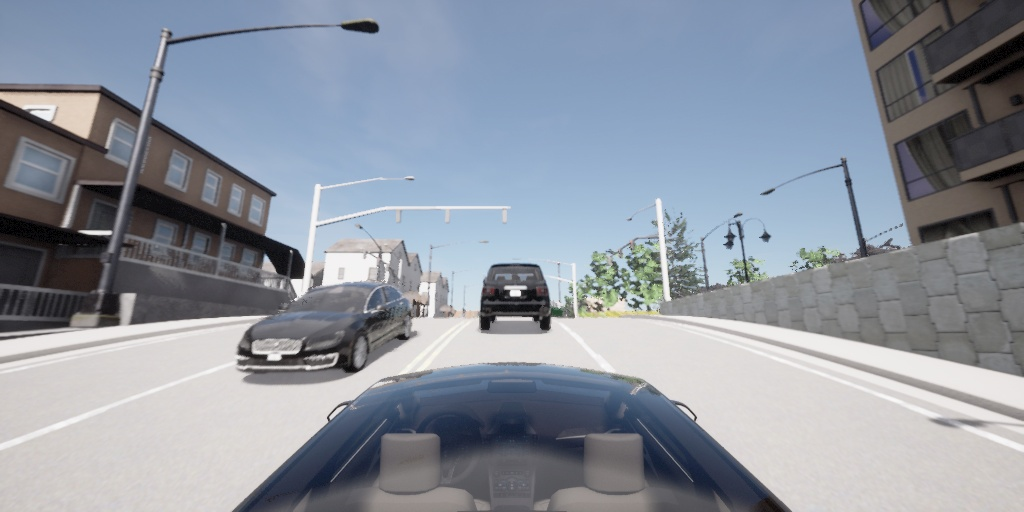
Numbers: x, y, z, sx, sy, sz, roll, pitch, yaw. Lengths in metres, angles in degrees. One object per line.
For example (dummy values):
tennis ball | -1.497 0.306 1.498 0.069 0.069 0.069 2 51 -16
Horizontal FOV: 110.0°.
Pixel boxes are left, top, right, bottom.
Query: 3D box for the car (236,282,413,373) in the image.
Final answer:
car | -3.579 1.355 7.851 1.837 1.490 4.892 0 -2 0

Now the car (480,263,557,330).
car | 0.099 1.434 12.786 2.150 2.045 5.566 0 -6 0

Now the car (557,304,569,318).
car | 2.678 4.187 28.039 2.097 1.767 4.553 -7 -15 33
